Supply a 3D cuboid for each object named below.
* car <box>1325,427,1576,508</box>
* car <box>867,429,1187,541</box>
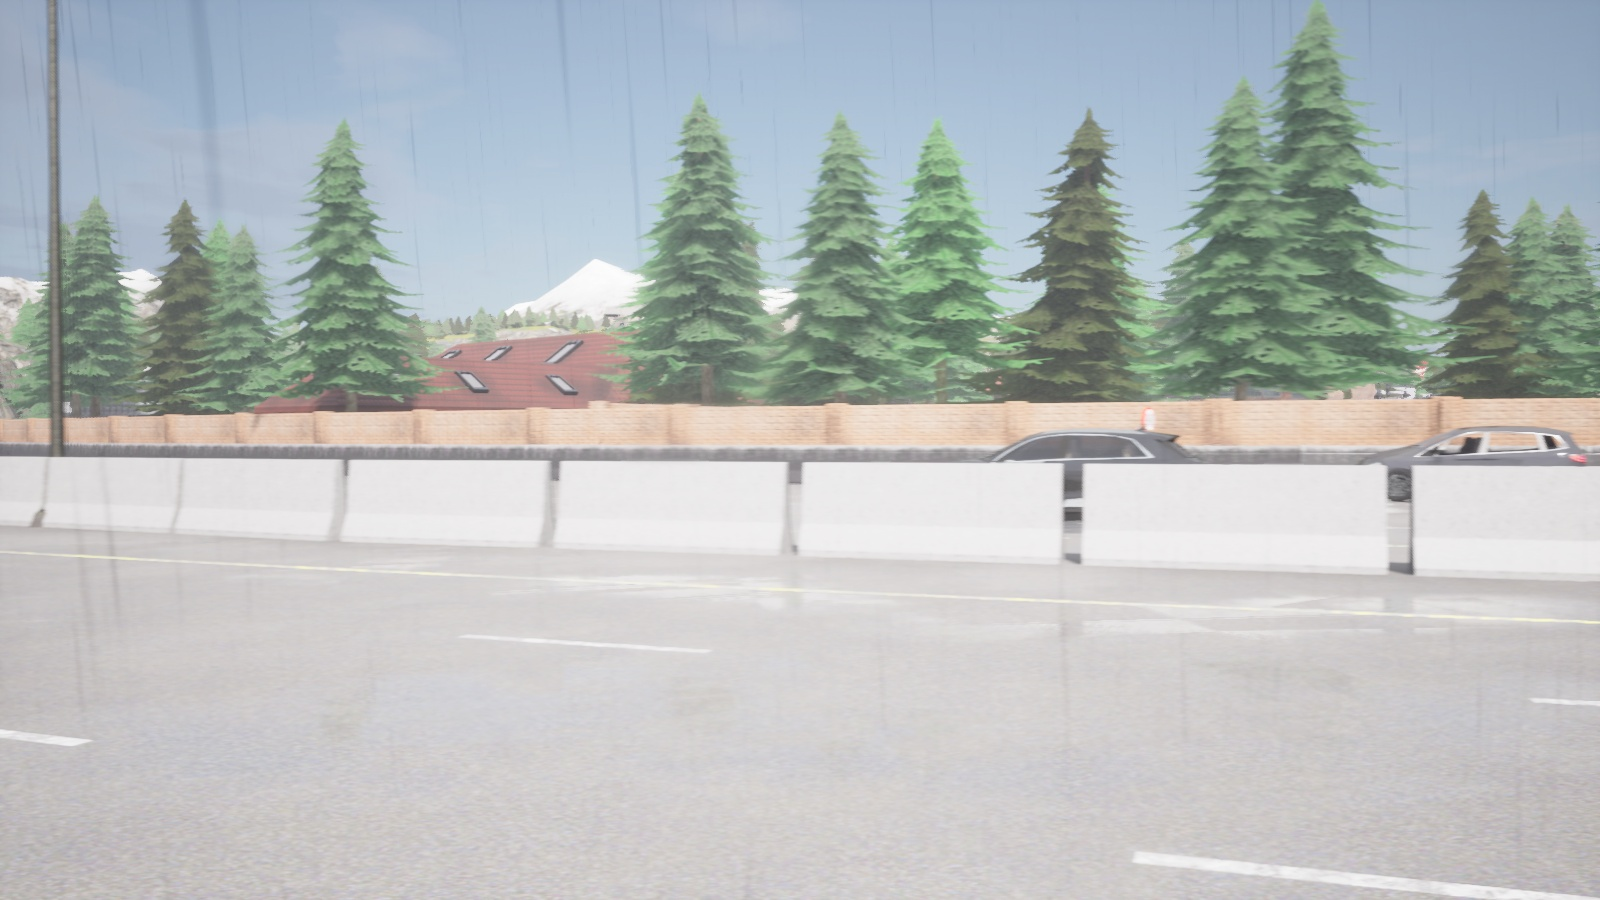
[{"bbox_3d":[14.312,0.343,27.966,4.611,1.667,2.242,1,1,17],"label":"car"},{"bbox_3d":[3.714,0.487,20.460,4.856,1.649,2.033,1,1,20],"label":"car"}]
